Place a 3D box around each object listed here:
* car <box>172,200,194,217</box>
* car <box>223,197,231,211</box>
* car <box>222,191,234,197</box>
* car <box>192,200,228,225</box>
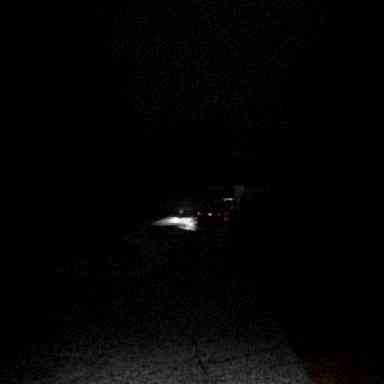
[{"bbox_3d":[-0.634,1.503,31.917,2.128,1.511,4.902,1,0,8],"label":"car"},{"bbox_3d":[3.864,1.625,42.027,1.895,1.301,4.718,1,1,10],"label":"car"},{"bbox_3d":[7.897,0.548,72.360,2.033,1.411,5.357,1,3,15],"label":"car"},{"bbox_3d":[1.427,1.546,24.281,2.033,1.411,5.357,0,0,6],"label":"car"}]
